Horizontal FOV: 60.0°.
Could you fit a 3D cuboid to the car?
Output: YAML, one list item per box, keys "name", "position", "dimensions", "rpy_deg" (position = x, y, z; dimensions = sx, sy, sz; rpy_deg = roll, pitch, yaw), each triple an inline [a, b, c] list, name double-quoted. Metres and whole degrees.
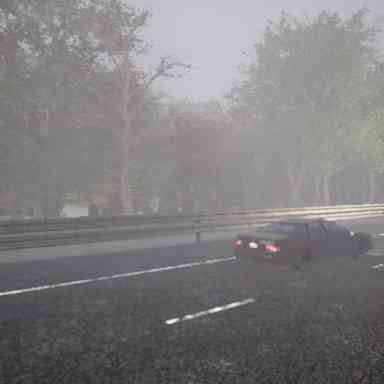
- name: "car"
  position: [3.784, 1.554, 10.864]
  dimensions: [5.357, 1.411, 2.033]
  rpy_deg: [0, 0, -35]
